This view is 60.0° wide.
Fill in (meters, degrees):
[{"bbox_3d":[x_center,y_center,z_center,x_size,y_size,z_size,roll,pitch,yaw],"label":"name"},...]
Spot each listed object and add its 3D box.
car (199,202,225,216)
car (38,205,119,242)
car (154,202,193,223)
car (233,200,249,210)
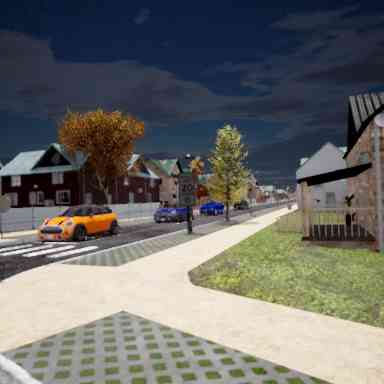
[{"bbox_3d":[2.388,1.894,38.972,1.882,1.535,5.008,-2,-1,21],"label":"car"},{"bbox_3d":[-5.827,1.532,17.500,2.097,1.767,4.553,-2,-1,20],"label":"car"},{"bbox_3d":[-1.548,1.655,28.774,2.097,1.767,4.553,-2,-1,21],"label":"car"},{"bbox_3d":[7.805,2.087,52.801,1.837,1.490,4.892,-2,-2,21],"label":"car"}]
